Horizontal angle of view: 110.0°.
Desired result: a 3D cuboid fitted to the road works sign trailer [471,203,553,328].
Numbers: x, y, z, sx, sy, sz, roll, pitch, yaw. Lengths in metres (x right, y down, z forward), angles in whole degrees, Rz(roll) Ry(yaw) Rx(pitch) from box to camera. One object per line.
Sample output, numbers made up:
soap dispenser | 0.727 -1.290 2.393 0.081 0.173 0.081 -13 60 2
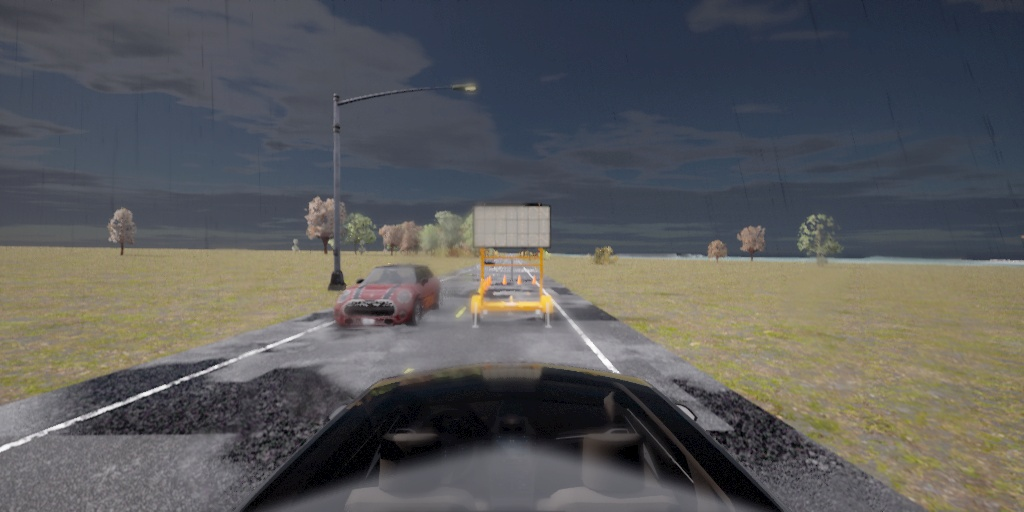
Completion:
road works sign trailer | -0.001 0.162 11.195 2.380 3.560 2.880 0 0 0

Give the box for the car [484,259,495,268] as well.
car | -3.584 1.063 53.571 1.895 1.301 4.718 0 0 0

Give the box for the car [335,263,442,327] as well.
car | -3.599 1.049 11.247 2.097 1.767 4.553 0 0 0
